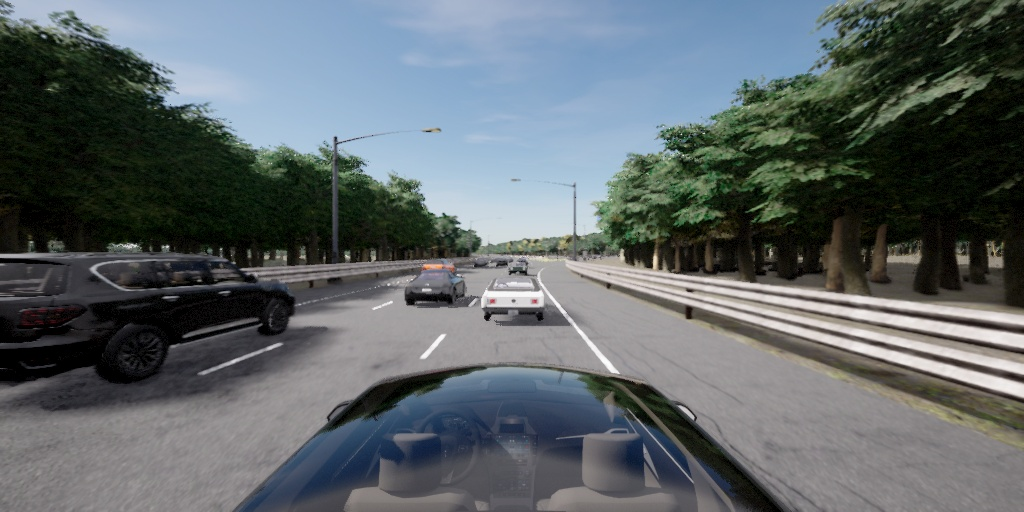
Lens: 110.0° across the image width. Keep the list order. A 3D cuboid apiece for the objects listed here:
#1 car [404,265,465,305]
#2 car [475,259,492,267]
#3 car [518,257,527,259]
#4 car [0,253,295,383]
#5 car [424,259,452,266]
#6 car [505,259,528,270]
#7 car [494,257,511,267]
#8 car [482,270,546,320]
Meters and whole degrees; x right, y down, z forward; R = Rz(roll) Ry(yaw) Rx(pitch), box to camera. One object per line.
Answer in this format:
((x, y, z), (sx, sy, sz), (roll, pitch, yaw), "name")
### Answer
((-3.296, 1.292, 15.995), (1.994, 1.385, 4.181), (0, 0, 1), "car")
((-5.163, 1.137, 61.491), (1.994, 1.385, 4.181), (0, 0, 3), "car")
((1.596, 1.101, 58.190), (1.837, 1.490, 4.892), (0, 0, 3), "car")
((-6.919, 0.961, 7.235), (2.150, 2.045, 5.566), (0, 0, 1), "car")
((-6.433, 1.046, 31.671), (2.097, 1.767, 4.553), (0, 0, 2), "car")
((0.640, 1.286, 36.455), (1.895, 1.301, 4.718), (0, 0, 2), "car")
((-1.609, 1.076, 62.586), (1.837, 1.490, 4.892), (0, 0, 3), "car")
((0.071, 1.336, 12.590), (1.895, 1.301, 4.718), (0, 0, 1), "car")
